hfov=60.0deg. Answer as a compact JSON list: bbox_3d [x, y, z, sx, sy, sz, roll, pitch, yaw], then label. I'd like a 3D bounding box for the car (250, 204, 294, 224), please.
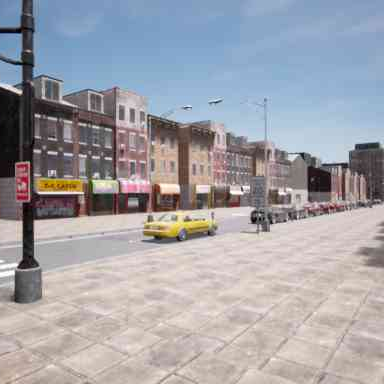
[{"bbox_3d":[6.044,1.715,25.925,1.947,1.339,4.313,-1,-1,35],"label":"car"}]

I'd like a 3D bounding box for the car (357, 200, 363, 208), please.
[{"bbox_3d":[25.606,2.014,53.431,2.008,1.369,4.403,-1,-1,35],"label":"car"}]

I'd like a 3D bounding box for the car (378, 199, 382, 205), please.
[{"bbox_3d":[45.168,2.462,80.935,2.008,1.369,4.403,-2,-2,35],"label":"car"}]

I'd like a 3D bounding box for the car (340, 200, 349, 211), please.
[{"bbox_3d":[19.084,1.784,44.264,1.967,1.590,4.097,-1,-1,35],"label":"car"}]

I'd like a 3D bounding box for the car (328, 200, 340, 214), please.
[{"bbox_3d":[15.825,1.835,39.678,1.887,1.381,4.507,-1,-1,35],"label":"car"}]

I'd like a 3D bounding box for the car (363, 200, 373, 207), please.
[{"bbox_3d":[32.128,2.148,62.601,2.008,1.369,4.403,-1,-1,35],"label":"car"}]

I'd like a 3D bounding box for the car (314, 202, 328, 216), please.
[{"bbox_3d":[12.564,1.822,35.093,1.802,1.307,4.206,-1,-1,35],"label":"car"}]

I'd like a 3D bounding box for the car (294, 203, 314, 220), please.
[{"bbox_3d":[9.304,1.743,30.509,2.008,1.369,4.403,-1,-1,35],"label":"car"}]

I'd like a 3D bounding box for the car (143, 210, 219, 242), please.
[{"bbox_3d":[-0.379,1.598,16.895,1.752,1.417,4.829,-1,-1,35],"label":"car"}]

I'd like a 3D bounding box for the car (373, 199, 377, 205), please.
[{"bbox_3d":[35.387,2.213,67.184,1.887,1.381,4.507,-1,-2,35],"label":"car"}]

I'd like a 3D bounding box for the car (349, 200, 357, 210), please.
[{"bbox_3d":[22.346,1.953,48.847,2.008,1.369,4.403,-1,-1,35],"label":"car"}]
